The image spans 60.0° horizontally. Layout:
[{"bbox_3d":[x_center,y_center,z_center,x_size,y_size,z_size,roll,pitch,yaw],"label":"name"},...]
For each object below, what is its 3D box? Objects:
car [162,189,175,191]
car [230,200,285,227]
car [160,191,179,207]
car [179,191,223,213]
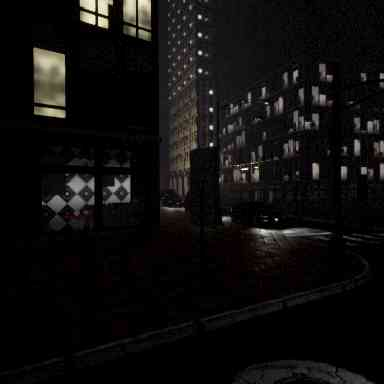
[{"bbox_3d":[-4.054,0.537,54.641,2.150,2.045,5.566,-1,1,-18],"label":"car"},{"bbox_3d":[4.106,1.315,21.553,1.837,1.490,4.892,-1,1,-19],"label":"car"},{"bbox_3d":[-2.403,1.036,40.680,1.837,1.490,4.892,-1,1,-18],"label":"car"},{"bbox_3d":[0.898,0.895,30.955,2.150,2.045,5.566,-1,1,-19],"label":"car"}]
